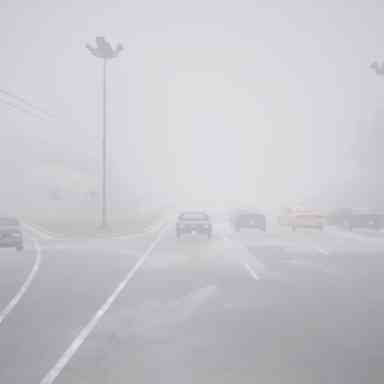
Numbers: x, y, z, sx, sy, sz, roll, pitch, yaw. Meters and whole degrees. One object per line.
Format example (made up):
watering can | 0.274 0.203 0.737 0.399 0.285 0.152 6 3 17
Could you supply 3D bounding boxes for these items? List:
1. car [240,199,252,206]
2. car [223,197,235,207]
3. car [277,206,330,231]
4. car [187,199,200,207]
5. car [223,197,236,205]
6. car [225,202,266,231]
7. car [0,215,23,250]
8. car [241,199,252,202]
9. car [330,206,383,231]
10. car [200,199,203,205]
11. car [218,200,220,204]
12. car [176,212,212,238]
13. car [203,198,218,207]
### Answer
car | 12.003 2.236 74.062 2.033 1.411 5.357 0 -1 17
car | 7.035 2.170 64.175 1.812 1.442 4.674 0 -1 2
car | 7.107 1.701 22.198 1.882 1.535 5.008 0 -1 0
car | 0.052 2.217 65.182 1.994 1.385 4.181 0 -1 2
car | 8.369 1.954 74.058 2.097 1.767 4.553 0 -1 17
car | 3.605 1.701 22.194 1.882 1.535 5.008 0 -1 0
car | -8.414 1.693 14.442 2.033 1.411 5.357 0 -1 -30
car | 10.529 2.145 63.785 1.837 1.490 4.892 0 -1 2
car | 10.606 1.702 22.191 1.882 1.535 5.008 0 -1 0
car | 1.387 2.224 74.952 1.882 1.535 5.008 0 -1 17
car | 4.974 2.081 74.904 1.882 1.535 5.008 0 -1 17
car | 0.105 1.793 19.091 1.895 1.301 4.718 0 -1 0
car | 3.546 2.155 64.883 1.837 1.490 4.892 0 -1 2
